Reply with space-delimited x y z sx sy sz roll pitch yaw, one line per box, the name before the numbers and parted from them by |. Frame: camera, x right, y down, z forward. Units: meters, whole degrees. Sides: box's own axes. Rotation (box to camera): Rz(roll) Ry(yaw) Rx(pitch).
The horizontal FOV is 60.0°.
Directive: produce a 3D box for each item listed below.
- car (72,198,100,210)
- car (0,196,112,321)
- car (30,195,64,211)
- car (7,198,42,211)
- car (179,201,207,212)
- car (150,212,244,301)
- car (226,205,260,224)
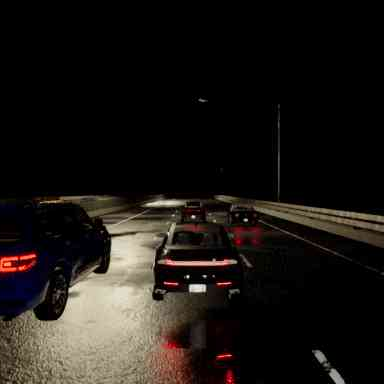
car | -14.028 1.530 44.484 2.033 1.411 5.357 0 0 0
car | -3.396 1.219 7.391 2.150 2.045 5.566 0 0 0
car | -17.563 1.334 40.439 2.097 1.767 4.553 0 0 0
car | -21.053 1.490 42.006 1.837 1.490 4.892 0 -1 0
car | 0.099 1.495 25.944 1.837 1.490 4.892 0 0 0
car | 0.099 1.489 8.305 2.128 1.511 4.902 0 0 0
car | 3.598 1.592 24.479 1.895 1.301 4.718 0 0 0
